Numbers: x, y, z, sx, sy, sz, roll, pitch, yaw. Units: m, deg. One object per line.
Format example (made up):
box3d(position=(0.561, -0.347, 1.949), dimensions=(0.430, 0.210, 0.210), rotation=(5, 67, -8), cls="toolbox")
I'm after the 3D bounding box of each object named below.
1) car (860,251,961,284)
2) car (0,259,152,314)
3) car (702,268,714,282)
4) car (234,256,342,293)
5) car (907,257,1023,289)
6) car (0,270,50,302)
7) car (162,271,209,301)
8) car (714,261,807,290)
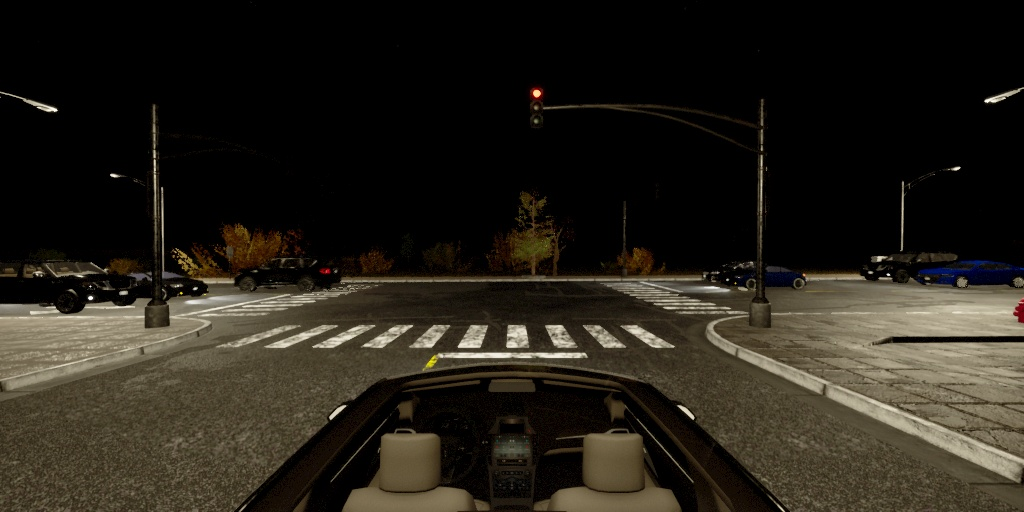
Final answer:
box3d(position=(26.733, 0.728, 23.938), dimensions=(5.566, 2.045, 2.150), rotation=(-1, 1, 1), cls="car")
box3d(position=(-18.275, 1.140, 14.339), dimensions=(5.566, 2.045, 2.150), rotation=(0, 1, 0), cls="car")
box3d(position=(15.374, 1.068, 24.031), dimensions=(4.902, 1.511, 2.128), rotation=(0, 1, 0), cls="car")
box3d(position=(-12.975, 1.022, 21.007), dimensions=(5.566, 2.045, 2.150), rotation=(0, 1, 0), cls="car")
box3d(position=(26.505, 1.028, 20.692), dimensions=(5.008, 1.535, 1.882), rotation=(0, 1, 1), cls="car")
box3d(position=(-26.760, 1.482, 17.661), dimensions=(5.357, 1.411, 2.033), rotation=(0, 1, 0), cls="car")
box3d(position=(-17.520, 1.437, 17.589), dimensions=(4.181, 1.385, 1.994), rotation=(0, 1, 0), cls="car")
box3d(position=(14.493, 1.187, 20.789), dimensions=(4.181, 1.385, 1.994), rotation=(0, 1, 0), cls="car")
